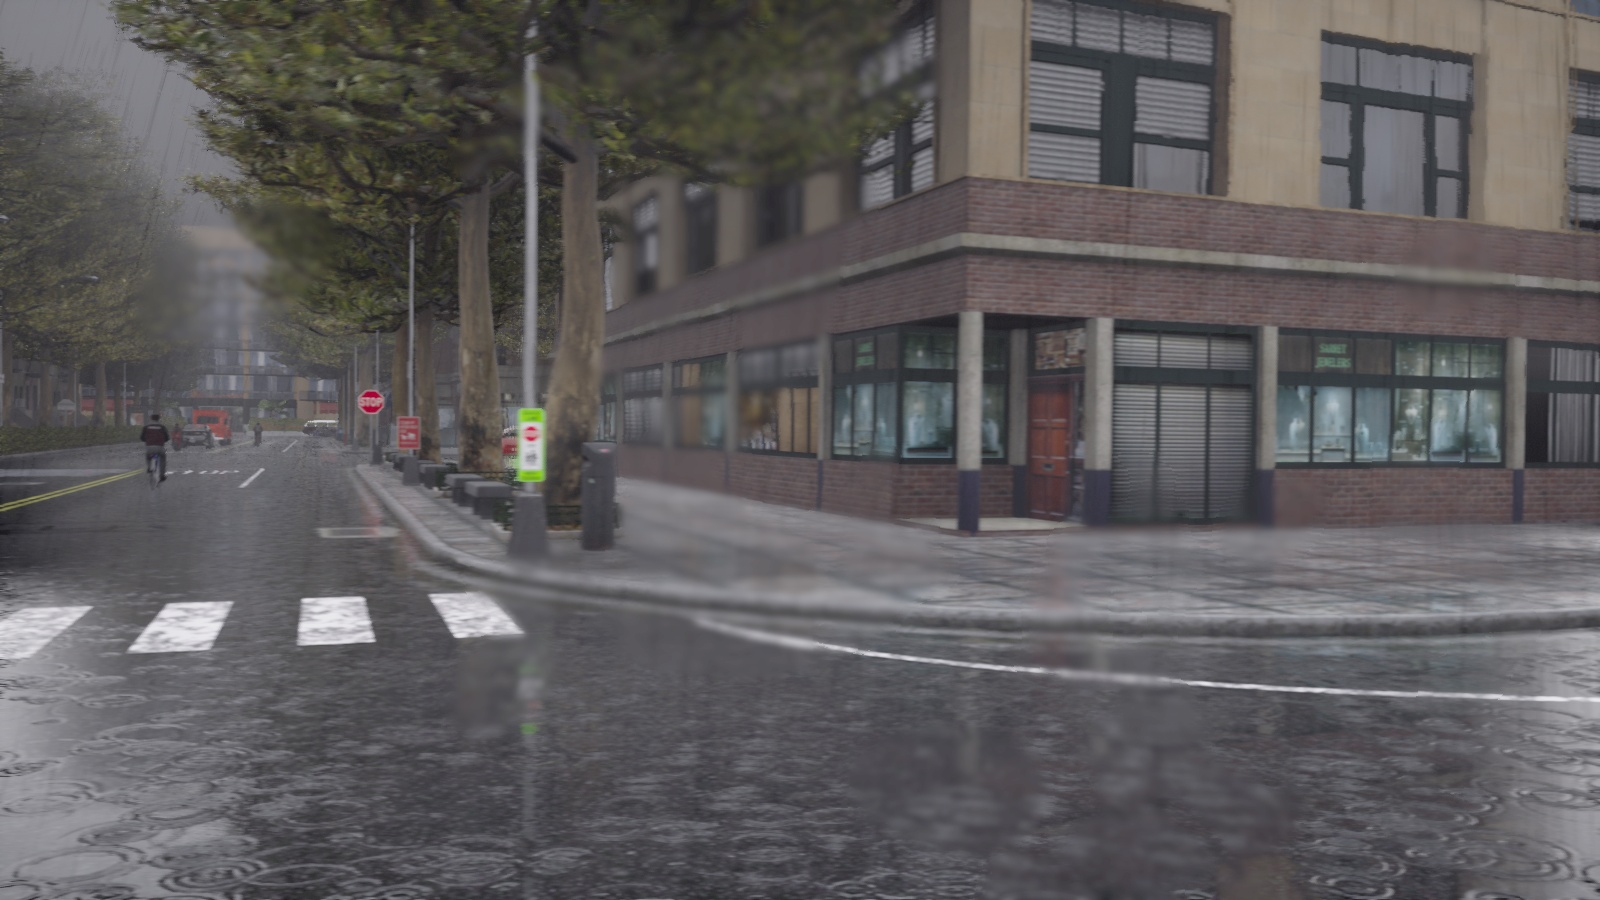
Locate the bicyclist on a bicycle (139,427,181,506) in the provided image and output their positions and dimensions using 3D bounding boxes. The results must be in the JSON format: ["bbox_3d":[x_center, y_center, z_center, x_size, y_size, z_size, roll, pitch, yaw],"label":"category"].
[{"bbox_3d":[-14.832,0.355,29.138,0.659,1.776,1.843,-1,1,-21],"label":"bicyclist on a bicycle"}]

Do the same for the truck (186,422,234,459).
[{"bbox_3d":[-41.488,-0.678,88.436,2.627,2.467,5.204,-1,1,-21],"label":"truck"}]

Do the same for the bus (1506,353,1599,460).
[{"bbox_3d":[33.958,-1.755,49.741,3.944,4.253,10.273,-1,1,-21],"label":"bus"}]

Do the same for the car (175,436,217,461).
[{"bbox_3d":[-37.353,-0.116,77.747,2.007,1.525,4.514,-1,1,-21],"label":"car"}]

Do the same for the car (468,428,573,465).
[{"bbox_3d":[-13.513,-0.198,60.629,4.611,1.667,2.242,-1,1,-22],"label":"car"}]

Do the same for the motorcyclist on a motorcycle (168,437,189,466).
[{"bbox_3d":[-33.329,0.045,67.337,0.797,1.523,2.044,-1,1,-21],"label":"motorcyclist on a motorcycle"}]
